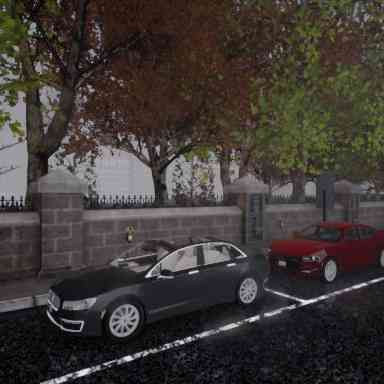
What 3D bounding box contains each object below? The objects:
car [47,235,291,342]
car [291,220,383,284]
[{"bbox_3d":[-0.391,1.551,6.374,4.403,1.369,2.008,0,0,-36],"label":"car"},{"bbox_3d":[4.089,1.546,9.634,4.507,1.381,1.887,0,0,-36],"label":"car"}]
